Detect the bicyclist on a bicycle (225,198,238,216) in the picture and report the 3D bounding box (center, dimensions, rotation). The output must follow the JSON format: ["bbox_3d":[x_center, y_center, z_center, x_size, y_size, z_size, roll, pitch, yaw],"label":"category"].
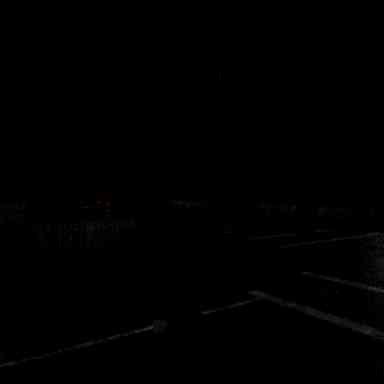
[{"bbox_3d":[3.614,1.363,30.369,1.656,1.620,0.582,0,0,-36],"label":"bicyclist on a bicycle"}]

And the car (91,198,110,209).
[{"bbox_3d":[-13.254,1.580,47.272,1.812,1.442,4.674,0,0,-33],"label":"car"}]
